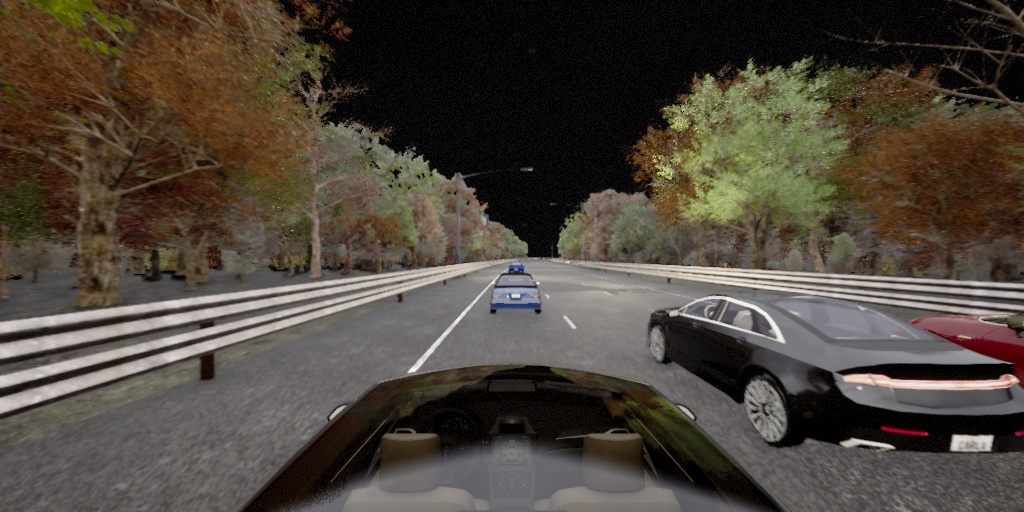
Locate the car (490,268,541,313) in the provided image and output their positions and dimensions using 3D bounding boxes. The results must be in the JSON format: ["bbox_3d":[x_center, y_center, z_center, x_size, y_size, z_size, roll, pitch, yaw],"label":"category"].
[{"bbox_3d":[0.143,1.358,14.230,2.033,1.411,5.357,0,0,0],"label":"car"}]

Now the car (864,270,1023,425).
[{"bbox_3d":[7.108,1.115,3.897,2.097,1.767,4.553,0,0,0],"label":"car"}]

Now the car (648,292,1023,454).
[{"bbox_3d":[3.607,1.261,5.234,2.128,1.511,4.902,0,0,0],"label":"car"}]

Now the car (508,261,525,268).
[{"bbox_3d":[0.571,1.437,45.237,1.882,1.535,5.008,0,0,1],"label":"car"}]
